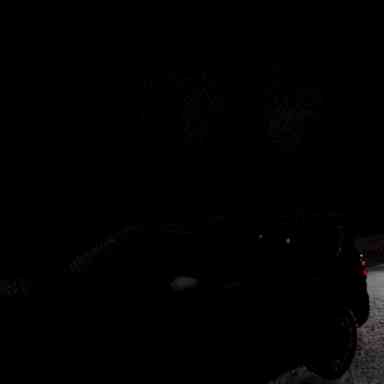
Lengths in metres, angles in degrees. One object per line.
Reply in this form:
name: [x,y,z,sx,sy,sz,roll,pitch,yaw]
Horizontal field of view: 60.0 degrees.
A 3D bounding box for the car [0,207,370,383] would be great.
car: [-0.054,1.238,4.009,5.566,2.045,2.150,1,0,-36]
